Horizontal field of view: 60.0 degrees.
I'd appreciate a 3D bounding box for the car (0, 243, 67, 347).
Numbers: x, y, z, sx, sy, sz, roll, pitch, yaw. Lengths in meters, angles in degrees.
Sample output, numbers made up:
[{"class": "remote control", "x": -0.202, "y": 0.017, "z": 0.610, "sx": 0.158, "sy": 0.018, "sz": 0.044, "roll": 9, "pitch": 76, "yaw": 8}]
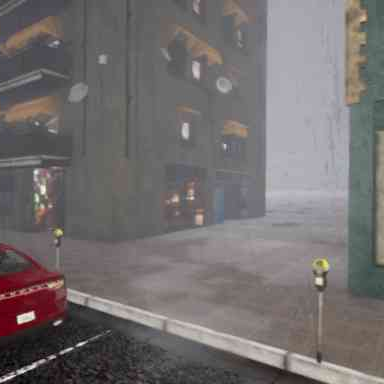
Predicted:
[{"class": "car", "x": -4.026, "y": 1.539, "z": 5.741, "sx": 4.507, "sy": 1.381, "sz": 1.887, "roll": 0, "pitch": 1, "yaw": 36}]
